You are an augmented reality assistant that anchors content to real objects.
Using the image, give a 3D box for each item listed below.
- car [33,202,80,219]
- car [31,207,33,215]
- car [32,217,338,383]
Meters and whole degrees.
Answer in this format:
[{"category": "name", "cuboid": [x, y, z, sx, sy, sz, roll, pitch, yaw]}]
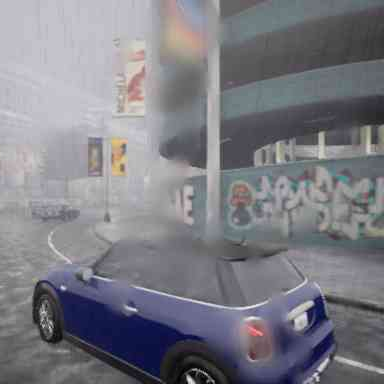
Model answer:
[{"category": "car", "cuboid": [-11.499, 1.808, 29.226, 2.033, 1.411, 5.357, 0, -1, -2]}, {"category": "car", "cuboid": [-14.529, 1.796, 34.290, 2.128, 1.511, 4.902, 0, -1, 6]}, {"category": "car", "cuboid": [-0.462, 1.397, 4.868, 4.553, 1.767, 2.097, -1, -1, 41]}]
